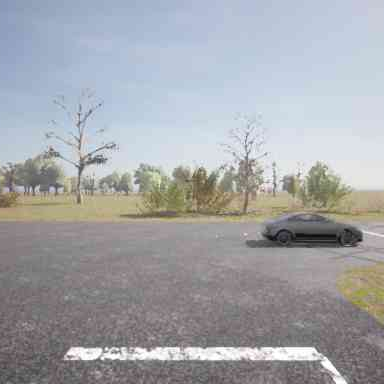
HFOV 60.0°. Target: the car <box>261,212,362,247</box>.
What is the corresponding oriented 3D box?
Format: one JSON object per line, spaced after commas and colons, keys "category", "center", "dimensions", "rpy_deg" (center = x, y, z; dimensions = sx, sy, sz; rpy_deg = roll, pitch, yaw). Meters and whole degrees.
{"category": "car", "center": [5.188, 1.583, 14.720], "dimensions": [4.181, 1.385, 1.994], "rpy_deg": [0, 0, -1]}
